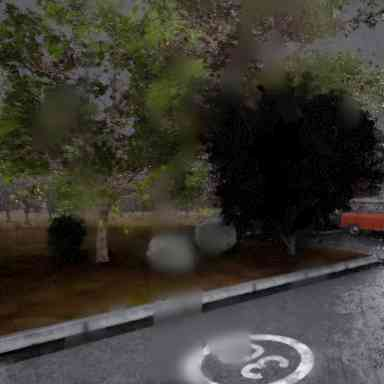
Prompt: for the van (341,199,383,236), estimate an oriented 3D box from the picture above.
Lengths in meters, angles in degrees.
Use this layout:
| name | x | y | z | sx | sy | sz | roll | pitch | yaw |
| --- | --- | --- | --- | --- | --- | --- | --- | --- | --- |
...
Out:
| name | x | y | z | sx | sy | sz | roll | pitch | yaw |
| --- | --- | --- | --- | --- | --- | --- | --- | --- | --- |
| van | 9.991 | 1.366 | 17.319 | 1.878 | 1.987 | 4.442 | 1 | -1 | -35 |
